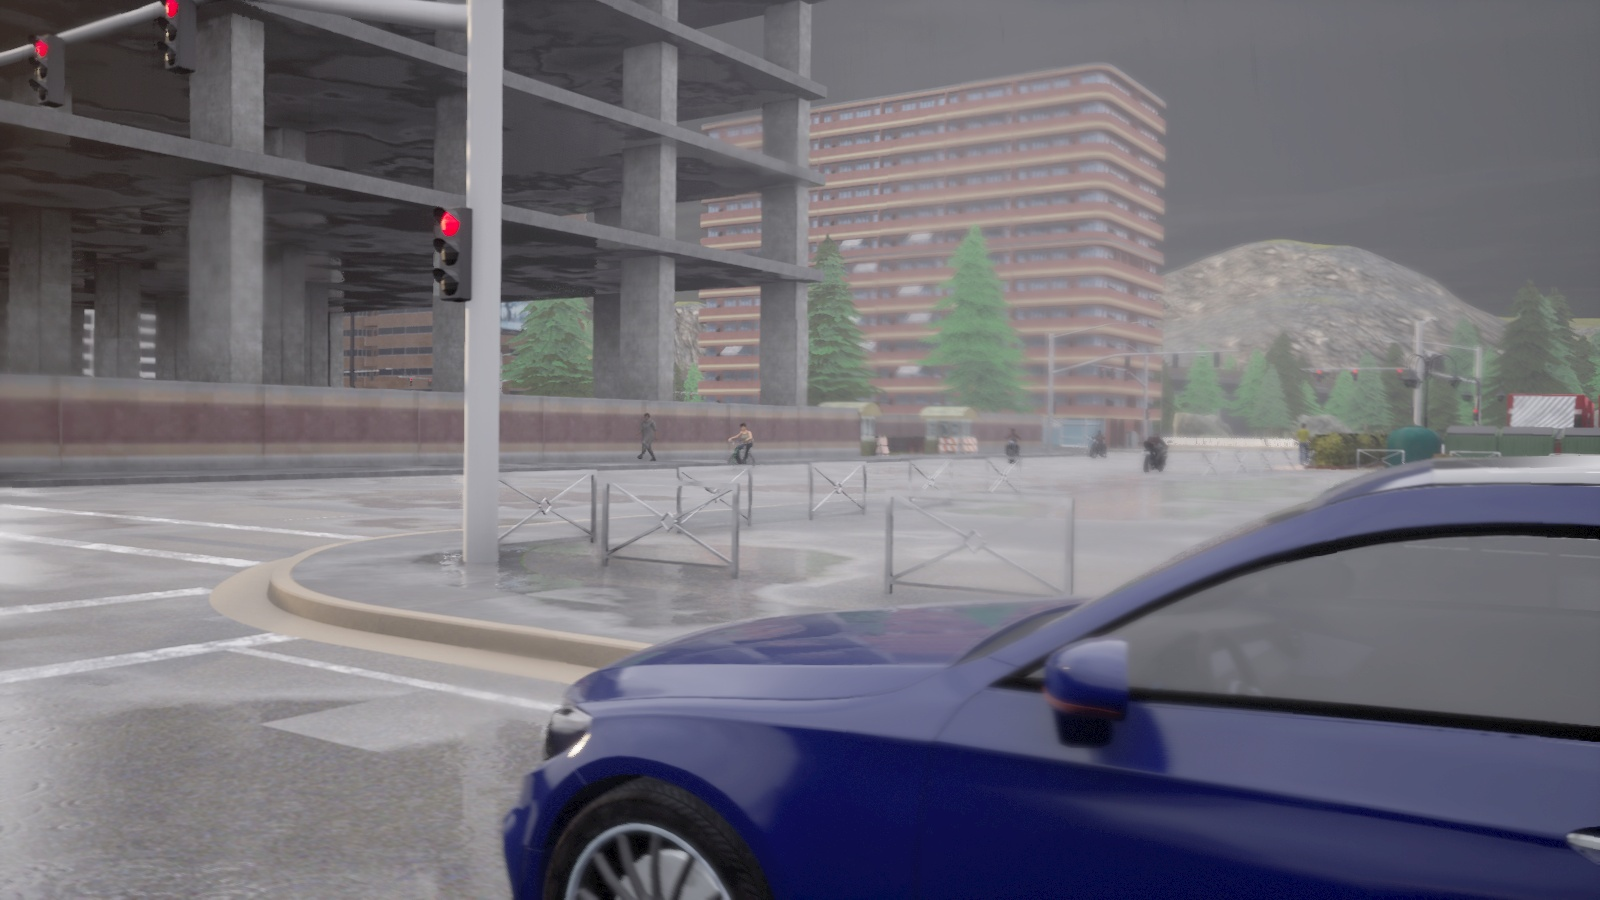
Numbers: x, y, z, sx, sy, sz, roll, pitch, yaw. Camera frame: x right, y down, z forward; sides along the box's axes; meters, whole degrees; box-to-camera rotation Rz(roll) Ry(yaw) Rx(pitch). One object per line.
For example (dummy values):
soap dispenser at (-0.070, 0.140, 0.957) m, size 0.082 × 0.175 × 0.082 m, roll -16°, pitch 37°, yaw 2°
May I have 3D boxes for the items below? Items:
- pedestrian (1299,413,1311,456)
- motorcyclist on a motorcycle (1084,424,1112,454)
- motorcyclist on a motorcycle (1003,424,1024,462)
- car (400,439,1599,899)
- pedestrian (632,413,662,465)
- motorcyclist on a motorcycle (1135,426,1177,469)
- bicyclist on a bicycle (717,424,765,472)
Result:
pedestrian at (21.493, -0.654, 53.442) m, size 0.354 × 1.836 × 0.706 m, roll 0°, pitch 1°, yaw 35°
motorcyclist on a motorcycle at (16.866, -0.627, 71.052) m, size 0.766 × 1.649 × 2.350 m, roll 0°, pitch 1°, yaw 33°
motorcyclist on a motorcycle at (9.428, -0.333, 55.431) m, size 0.766 × 1.649 × 2.350 m, roll 0°, pitch 1°, yaw 14°
car at (1.432, 0.707, 2.672) m, size 4.674 × 1.442 × 1.812 m, roll 0°, pitch 1°, yaw 34°
pedestrian at (-5.713, -0.412, 46.970) m, size 0.659 × 1.952 × 0.873 m, roll 1°, pitch 1°, yaw 41°
motorcyclist on a motorcycle at (13.151, -0.116, 46.343) m, size 0.866 × 1.530 × 2.191 m, roll 0°, pitch 1°, yaw 33°
bicyclist on a bicycle at (-1.992, -0.079, 42.444) m, size 0.866 × 1.612 × 1.509 m, roll 0°, pitch 1°, yaw 34°
